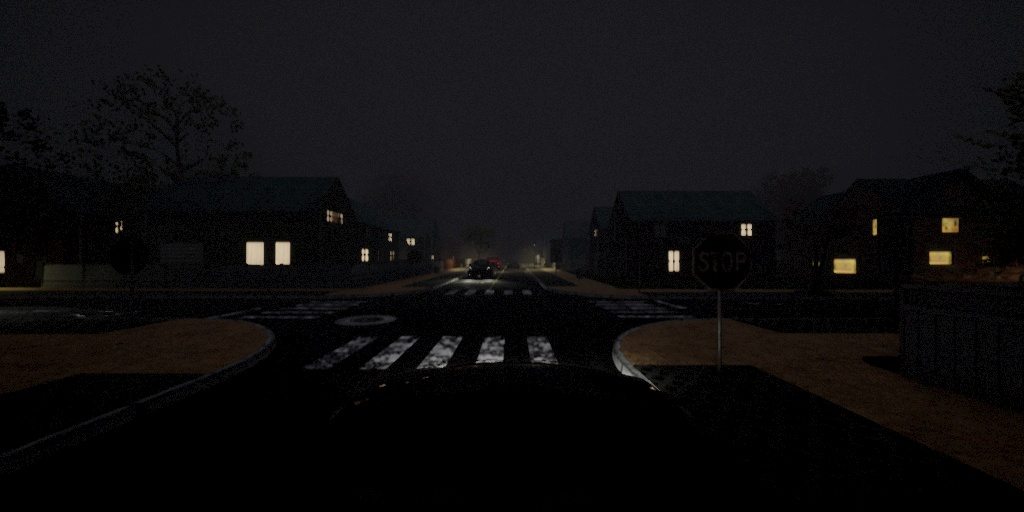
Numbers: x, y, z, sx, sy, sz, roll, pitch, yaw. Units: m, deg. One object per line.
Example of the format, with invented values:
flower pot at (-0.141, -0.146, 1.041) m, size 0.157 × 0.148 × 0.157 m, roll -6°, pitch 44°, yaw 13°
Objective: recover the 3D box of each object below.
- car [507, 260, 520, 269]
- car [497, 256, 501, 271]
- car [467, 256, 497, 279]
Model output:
car at (0.201, 1.376, 57.171) m, size 1.994 × 1.385 × 4.181 m, roll 0°, pitch 0°, yaw 0°
car at (-2.655, 1.004, 49.449) m, size 2.150 × 2.045 × 5.566 m, roll 0°, pitch 0°, yaw 1°
car at (-2.734, 1.096, 32.081) m, size 2.097 × 1.767 × 4.553 m, roll 0°, pitch 0°, yaw 0°
